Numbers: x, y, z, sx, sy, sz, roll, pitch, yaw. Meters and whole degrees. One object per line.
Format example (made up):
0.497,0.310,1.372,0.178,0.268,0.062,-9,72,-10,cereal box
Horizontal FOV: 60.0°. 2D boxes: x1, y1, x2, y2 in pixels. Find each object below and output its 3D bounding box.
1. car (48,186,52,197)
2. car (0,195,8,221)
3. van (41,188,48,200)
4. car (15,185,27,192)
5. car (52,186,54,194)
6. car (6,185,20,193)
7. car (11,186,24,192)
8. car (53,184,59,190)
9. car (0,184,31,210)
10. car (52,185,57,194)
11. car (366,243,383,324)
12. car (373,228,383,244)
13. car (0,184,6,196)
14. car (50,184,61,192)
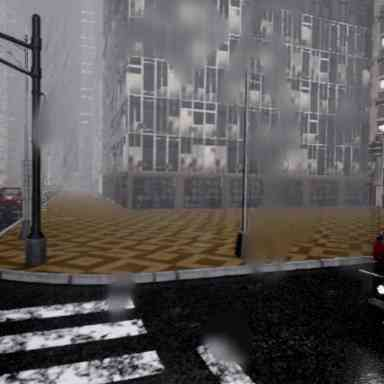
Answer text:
-21.909,0.065,48.227,1.967,1.590,4.097,-1,2,-19,car
-10.929,1.034,16.965,1.802,1.307,4.206,-1,2,-19,car
-20.074,0.105,43.015,1.690,1.788,3.998,-1,2,-19,van
-42.178,-0.939,82.048,1.967,1.590,4.097,-1,2,-19,car
-23.743,0.031,53.438,1.887,1.381,4.507,-1,2,-19,car
-38.508,-0.659,71.629,1.967,1.590,4.097,-1,2,-19,car
-40.343,-0.688,76.842,2.008,1.369,4.403,-1,2,-19,car
-29.305,-0.410,69.225,1.752,1.417,4.829,-1,2,-19,car
-14.580,0.493,27.383,2.192,1.841,5.009,-1,2,-19,car
-27.413,-0.210,63.858,1.802,1.307,4.206,-1,2,-19,car
4.951,1.509,4.795,4.718,1.301,1.895,0,2,-20,car
7.015,1.136,8.287,5.009,1.841,2.192,0,2,-20,car
-33.003,-0.366,55.999,2.192,1.841,5.009,-1,2,-19,car
-34.754,-1.036,84.687,2.192,1.841,5.009,-1,2,-19,car
